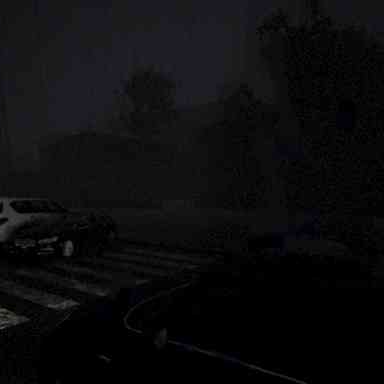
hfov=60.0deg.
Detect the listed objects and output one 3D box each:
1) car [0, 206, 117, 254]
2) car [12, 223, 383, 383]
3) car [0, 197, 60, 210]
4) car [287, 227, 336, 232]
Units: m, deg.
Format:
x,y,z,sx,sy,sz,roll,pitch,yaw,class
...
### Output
x,y,z,sx,sy,sz,roll,pitch,yaw,class
-4.602,1.494,12.775,2.231,1.521,4.892,0,-1,15,car
0.657,1.351,2.910,4.553,1.767,2.097,0,0,35,car
-7.035,1.247,14.534,2.435,2.045,5.566,0,-1,15,car
2.669,1.530,7.573,2.002,1.452,4.674,0,-1,15,car
